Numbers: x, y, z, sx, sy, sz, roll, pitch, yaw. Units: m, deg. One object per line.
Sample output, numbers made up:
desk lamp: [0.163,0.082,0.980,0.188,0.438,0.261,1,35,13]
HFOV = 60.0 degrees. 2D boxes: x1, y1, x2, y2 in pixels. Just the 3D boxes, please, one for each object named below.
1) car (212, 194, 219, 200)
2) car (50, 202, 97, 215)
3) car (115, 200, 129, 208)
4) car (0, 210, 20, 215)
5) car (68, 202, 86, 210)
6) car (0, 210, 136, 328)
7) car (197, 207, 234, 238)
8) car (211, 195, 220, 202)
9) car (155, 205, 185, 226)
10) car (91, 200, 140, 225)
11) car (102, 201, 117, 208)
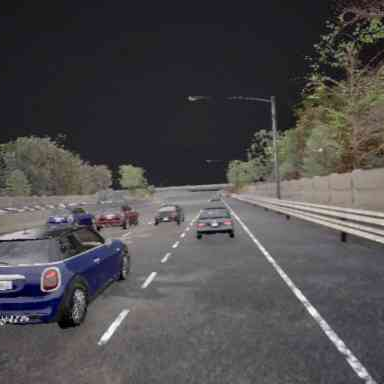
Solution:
car: [6.531,1.449,92.086,1.882,1.535,5.008,-3,0,4]
car: [-8.741,1.905,24.268,2.097,1.767,4.553,-3,0,4]
car: [-15.718,2.589,74.952,1.837,1.490,4.892,-3,0,4]
car: [-18.787,2.623,33.313,1.882,1.535,5.008,-3,0,4]
car: [-26.176,3.161,75.700,1.882,1.535,5.008,-3,0,4]
car: [-2.929,1.534,7.537,2.097,1.767,4.553,-3,0,4]
car: [1.206,1.520,17.571,2.033,1.411,5.357,-3,0,4]
car: [5.389,1.499,76.087,1.994,1.385,4.181,-3,0,4]
car: [-1.655,1.680,25.245,1.812,1.442,4.674,-3,0,4]
car: [-5.257,1.707,23.991,2.097,1.767,4.553,-3,0,4]
car: [-19.075,2.801,76.996,1.812,1.442,4.674,-3,0,4]
